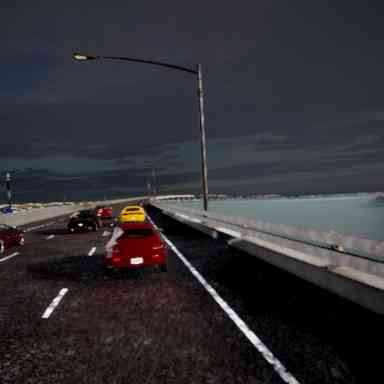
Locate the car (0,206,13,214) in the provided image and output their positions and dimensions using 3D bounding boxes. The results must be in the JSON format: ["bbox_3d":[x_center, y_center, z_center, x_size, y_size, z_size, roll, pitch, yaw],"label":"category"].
[{"bbox_3d":[-25.804,3.002,44.465,2.150,2.045,5.566,-3,-1,-10],"label":"car"}]

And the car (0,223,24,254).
[{"bbox_3d":[-10.026,2.255,16.694,1.994,1.385,4.181,-3,0,-10],"label":"car"}]

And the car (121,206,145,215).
[{"bbox_3d":[-5.158,2.005,29.031,1.882,1.535,5.008,-3,0,-10],"label":"car"}]

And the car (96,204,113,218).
[{"bbox_3d":[-10.453,2.247,38.883,2.097,1.767,4.553,-3,-1,-10],"label":"car"}]

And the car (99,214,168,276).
[{"bbox_3d":[-1.911,1.727,11.205,1.812,1.442,4.674,-3,0,-11],"label":"car"}]

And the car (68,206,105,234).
[{"bbox_3d":[-7.968,2.124,24.918,1.882,1.535,5.008,-3,-1,-10],"label":"car"}]
